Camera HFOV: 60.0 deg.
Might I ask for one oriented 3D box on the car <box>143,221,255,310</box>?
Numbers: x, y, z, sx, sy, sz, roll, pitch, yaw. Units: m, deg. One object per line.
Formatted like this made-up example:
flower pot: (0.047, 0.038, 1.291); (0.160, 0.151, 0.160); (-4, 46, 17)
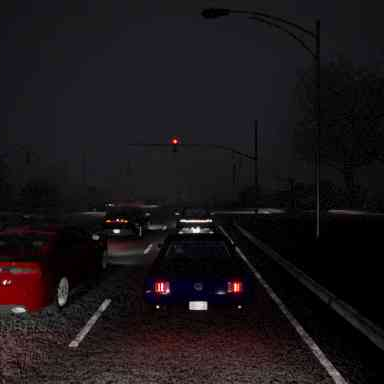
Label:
car: (0.120, 1.601, 7.741); (1.895, 1.301, 4.718); (0, 0, 0)

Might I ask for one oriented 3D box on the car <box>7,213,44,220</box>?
car: (-7.062, 1.600, 14.350); (1.895, 1.301, 4.718); (0, 0, 0)

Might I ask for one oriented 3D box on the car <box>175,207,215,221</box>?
car: (0.154, 1.491, 17.003); (2.128, 1.511, 4.902); (0, 0, -1)

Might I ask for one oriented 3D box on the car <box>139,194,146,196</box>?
car: (-10.405, 1.545, 61.124); (2.033, 1.411, 5.357); (0, 0, 1)

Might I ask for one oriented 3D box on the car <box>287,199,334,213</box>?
car: (12.815, 1.489, 36.166); (4.902, 1.511, 2.128); (0, 0, 3)

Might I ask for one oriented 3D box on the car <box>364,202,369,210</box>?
car: (22.860, 1.482, 39.100); (4.902, 1.511, 2.128); (0, 0, 3)

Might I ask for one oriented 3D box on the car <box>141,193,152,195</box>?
car: (-10.310, 1.222, 72.965); (2.150, 2.045, 5.566); (0, 0, 0)

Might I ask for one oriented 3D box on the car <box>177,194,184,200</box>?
car: (-3.207, 1.324, 95.035); (1.882, 1.535, 5.008); (0, 0, 1)

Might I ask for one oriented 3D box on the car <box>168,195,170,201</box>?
car: (-6.772, 1.346, 85.316); (2.097, 1.767, 4.553); (0, 0, 0)

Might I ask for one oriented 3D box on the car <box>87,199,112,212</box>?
car: (-10.500, 1.546, 38.627); (2.033, 1.411, 5.357); (0, 0, 0)

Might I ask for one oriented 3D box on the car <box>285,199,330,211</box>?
car: (13.684, 1.524, 39.620); (4.674, 1.442, 1.812); (0, 0, 5)

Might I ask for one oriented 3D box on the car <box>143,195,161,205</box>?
car: (-6.938, 1.598, 57.020); (1.895, 1.301, 4.718); (0, 0, 0)

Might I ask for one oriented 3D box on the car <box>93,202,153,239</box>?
car: (-3.356, 1.504, 17.266); (1.837, 1.490, 4.892); (0, 0, 0)

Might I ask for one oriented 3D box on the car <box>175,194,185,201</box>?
car: (-3.275, 1.529, 84.626); (2.033, 1.411, 5.357); (0, 0, 0)

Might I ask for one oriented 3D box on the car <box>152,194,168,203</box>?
car: (-6.815, 1.537, 70.723); (2.033, 1.411, 5.357); (0, 0, 0)

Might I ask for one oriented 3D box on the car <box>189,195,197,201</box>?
car: (0.225, 1.496, 84.631); (1.837, 1.490, 4.892); (0, 0, 0)

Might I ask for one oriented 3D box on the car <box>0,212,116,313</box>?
car: (-3.381, 1.477, 7.768); (1.882, 1.535, 5.008); (0, 0, 0)

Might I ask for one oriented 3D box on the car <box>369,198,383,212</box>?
car: (22.235, 1.469, 35.629); (5.008, 1.535, 1.882); (0, 0, 3)

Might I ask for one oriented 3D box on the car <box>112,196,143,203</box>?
car: (-7.005, 1.476, 36.756); (1.882, 1.535, 5.008); (0, 0, 0)

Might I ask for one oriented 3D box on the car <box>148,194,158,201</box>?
car: (-10.261, 1.337, 87.835); (2.097, 1.767, 4.553); (0, 0, 0)
